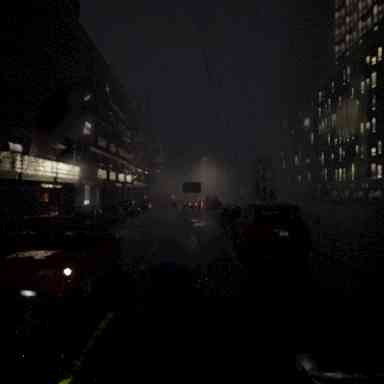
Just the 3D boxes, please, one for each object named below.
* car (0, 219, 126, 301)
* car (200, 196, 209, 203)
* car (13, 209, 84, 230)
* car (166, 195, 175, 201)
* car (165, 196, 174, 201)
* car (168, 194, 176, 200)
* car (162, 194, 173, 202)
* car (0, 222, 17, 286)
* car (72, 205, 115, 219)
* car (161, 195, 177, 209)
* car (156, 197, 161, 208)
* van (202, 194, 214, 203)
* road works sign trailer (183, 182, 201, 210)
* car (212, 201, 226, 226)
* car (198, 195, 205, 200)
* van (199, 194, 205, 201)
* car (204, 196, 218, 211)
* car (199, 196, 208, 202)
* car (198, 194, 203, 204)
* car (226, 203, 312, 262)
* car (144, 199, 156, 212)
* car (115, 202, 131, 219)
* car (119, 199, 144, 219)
[{"bbox_3d":[-3.080,1.601,8.470,1.895,1.301,4.718,0,0,0],"label":"car"},{"bbox_3d":[2.682,1.630,72.878,1.802,1.307,4.206,0,0,0],"label":"car"},{"bbox_3d":[-5.695,1.545,12.084,1.887,1.381,4.507,0,0,0],"label":"car"},{"bbox_3d":[-5.699,1.626,89.458,2.008,1.369,4.403,0,0,0],"label":"car"},{"bbox_3d":[-5.698,1.616,83.931,2.008,1.369,4.403,0,0,0],"label":"car"},{"bbox_3d":[-5.700,1.526,94.984,1.967,1.590,4.097,0,0,0],"label":"car"},{"bbox_3d":[-5.701,1.371,78.405,2.192,1.841,5.009,0,0,0],"label":"car"},{"bbox_3d":[-5.695,1.550,6.558,2.008,1.369,4.403,0,0,0],"label":"car"},{"bbox_3d":[-5.696,1.441,17.611,1.967,1.590,4.097,0,0,0],"label":"car"},{"bbox_3d":[-3.088,1.506,46.623,2.128,1.511,4.902,0,0,0],"label":"car"},{"bbox_3d":[-5.697,1.559,45.244,1.887,1.381,4.507,0,0,0],"label":"car"},{"bbox_3d":[2.682,1.355,45.244,1.690,1.788,3.998,0,0,0],"label":"van"},{"bbox_3d":[-0.003,0.477,43.243,2.380,3.560,2.880,0,0,0],"label":"road works sign trailer"},{"bbox_3d":[2.684,1.547,23.139,1.887,1.381,4.507,0,0,0],"label":"car"},{"bbox_3d":[2.681,1.612,95.154,1.752,1.417,4.829,0,0,0],"label":"car"},{"bbox_3d":[2.680,1.416,89.458,1.690,1.788,3.998,0,0,0],"label":"van"},{"bbox_3d":[2.684,1.535,39.888,1.752,1.417,4.829,0,0,0],"label":"car"},{"bbox_3d":[2.681,1.638,78.404,1.802,1.307,4.206,0,0,0],"label":"car"},{"bbox_3d":[2.682,1.473,61.824,1.967,1.590,4.097,0,0,0],"label":"car"},{"bbox_3d":[2.684,1.315,12.084,2.192,1.841,5.009,0,0,0],"label":"car"},{"bbox_3d":[-5.696,1.535,39.548,1.752,1.417,4.829,0,0,0],"label":"car"},{"bbox_3d":[-5.696,1.584,23.139,1.802,1.307,4.206,0,0,0],"label":"car"},{"bbox_3d":[-5.697,1.444,28.665,1.967,1.590,4.097,0,0,0],"label":"car"}]
